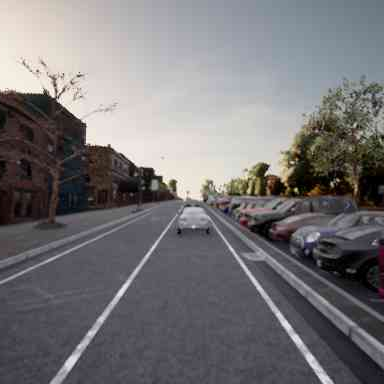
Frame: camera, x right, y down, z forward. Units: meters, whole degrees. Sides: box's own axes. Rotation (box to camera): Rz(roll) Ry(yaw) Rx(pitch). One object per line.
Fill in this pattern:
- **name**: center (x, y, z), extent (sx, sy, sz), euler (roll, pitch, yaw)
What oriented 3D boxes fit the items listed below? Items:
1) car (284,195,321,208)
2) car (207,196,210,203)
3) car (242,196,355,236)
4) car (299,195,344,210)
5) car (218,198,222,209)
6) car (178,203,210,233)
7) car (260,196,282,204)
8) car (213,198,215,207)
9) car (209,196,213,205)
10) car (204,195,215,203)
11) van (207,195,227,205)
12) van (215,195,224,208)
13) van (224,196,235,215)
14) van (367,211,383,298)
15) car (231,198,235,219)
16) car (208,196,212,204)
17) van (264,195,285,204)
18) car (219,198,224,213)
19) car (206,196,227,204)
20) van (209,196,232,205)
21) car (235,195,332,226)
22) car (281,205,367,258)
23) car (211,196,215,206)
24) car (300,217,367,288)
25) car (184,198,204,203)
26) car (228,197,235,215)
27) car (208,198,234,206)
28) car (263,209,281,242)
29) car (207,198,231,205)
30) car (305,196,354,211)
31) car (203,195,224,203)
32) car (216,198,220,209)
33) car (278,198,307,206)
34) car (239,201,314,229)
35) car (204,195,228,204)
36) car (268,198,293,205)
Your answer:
- **car**: center (18.651, 1.584, 56.400), extent (5.566, 2.045, 2.435), euler (0, -1, 0)
- **car**: center (5.591, 1.857, 59.003), extent (4.892, 1.521, 2.231), euler (0, 0, 0)
- **car**: center (5.637, 1.348, 16.963), extent (5.566, 2.045, 2.435), euler (0, 0, 0)
- **car**: center (18.664, 1.526, 48.044), extent (5.566, 2.045, 2.435), euler (0, 0, 0)
- **car**: center (5.603, 1.741, 36.584), extent (4.792, 1.488, 2.163), euler (0, 0, 0)
- **car**: center (0.092, 1.669, 20.492), extent (1.812, 1.442, 4.674), euler (0, 0, 0)
- **car**: center (18.619, 1.909, 78.675), extent (4.553, 1.767, 2.185), euler (0, -1, 0)
- **car**: center (5.648, 1.789, 44.994), extent (4.792, 1.488, 2.163), euler (0, 0, 0)
- **car**: center (5.604, 1.792, 50.597), extent (5.008, 1.535, 2.097), euler (0, 0, 0)
- **car**: center (5.619, 1.630, 61.812), extent (5.566, 2.045, 2.435), euler (0, -1, 0)
- **van**: center (5.459, 1.755, 73.025), extent (4.442, 1.987, 1.878), euler (0, -1, 0)
- **van**: center (5.507, 1.517, 42.192), extent (4.442, 1.987, 1.878), euler (0, 0, 0)
- **van**: center (5.525, 1.454, 30.979), extent (4.442, 1.987, 1.878), euler (0, 0, 0)
- **van**: center (5.801, 1.310, 5.750), extent (4.442, 1.987, 1.878), euler (0, 0, 0)
- **car**: center (5.620, 1.522, 25.372), extent (4.553, 1.767, 2.185), euler (0, 0, 0)
- **car**: center (5.571, 1.863, 56.205), extent (4.792, 1.488, 2.163), euler (0, 0, 0)
- **van**: center (18.768, 1.780, 75.896), extent (4.442, 1.987, 1.878), euler (0, -1, 0)
- **car**: center (5.632, 1.695, 33.781), extent (5.008, 1.535, 2.097), euler (0, 0, 0)
- **car**: center (5.540, 1.880, 75.828), extent (4.553, 1.767, 2.185), euler (0, -1, 0)
- **van**: center (5.698, 1.705, 67.419), extent (4.442, 1.987, 1.878), euler (0, -1, 0)
- **car**: center (5.632, 1.364, 19.766), extent (5.566, 2.045, 2.435), euler (0, 0, 0)
- **car**: center (5.706, 1.442, 11.356), extent (4.553, 1.767, 2.185), euler (0, 0, 0)
- **car**: center (5.799, 1.772, 47.798), extent (5.366, 1.575, 1.946), euler (0, 0, 0)
- **car**: center (5.673, 1.553, 8.552), extent (4.892, 1.521, 2.231), euler (0, 0, 0)
- **car**: center (0.088, 1.613, 40.250), extent (2.097, 1.767, 4.553), euler (0, 0, 0)
- **car**: center (5.678, 1.538, 28.175), extent (4.553, 1.767, 2.185), euler (0, 0, 0)
- **car**: center (5.581, 1.906, 64.613), extent (5.008, 1.535, 2.097), euler (0, -1, 0)
- **car**: center (5.667, 1.624, 14.158), extent (4.674, 1.452, 2.002), euler (0, 0, 0)
- **car**: center (5.572, 1.957, 70.219), extent (4.892, 1.521, 2.231), euler (0, -1, 0)
- **car**: center (18.669, 1.510, 45.383), extent (5.566, 2.045, 2.435), euler (0, 0, 0)
- **car**: center (5.598, 1.882, 87.040), extent (5.566, 2.045, 2.435), euler (0, -1, 0)
- **car**: center (5.599, 1.757, 39.387), extent (4.792, 1.488, 2.163), euler (0, 0, 0)
- **car**: center (18.641, 1.912, 61.965), extent (4.792, 1.488, 2.163), euler (0, -1, 0)
- **car**: center (5.625, 1.506, 22.569), extent (4.553, 1.767, 2.185), euler (0, 0, 0)
- **car**: center (5.599, 1.783, 78.630), extent (5.566, 2.045, 2.435), euler (0, -1, 0)
- **car**: center (18.655, 1.997, 70.321), extent (4.674, 1.452, 2.002), euler (0, -1, 0)
